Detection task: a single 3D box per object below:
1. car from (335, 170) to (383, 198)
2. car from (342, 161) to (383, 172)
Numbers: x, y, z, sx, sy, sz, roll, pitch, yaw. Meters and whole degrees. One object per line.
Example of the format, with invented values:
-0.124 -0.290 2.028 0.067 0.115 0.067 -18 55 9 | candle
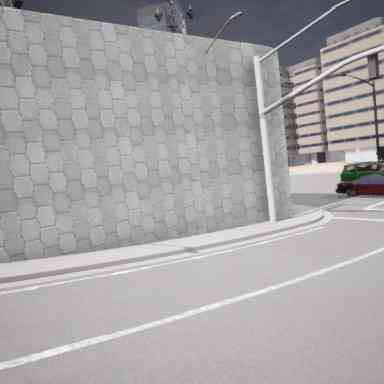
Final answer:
11.970 -0.423 21.257 2.033 1.411 5.357 -10 6 -35 | car
13.801 -1.263 24.587 2.150 2.045 5.566 -10 6 -35 | car
